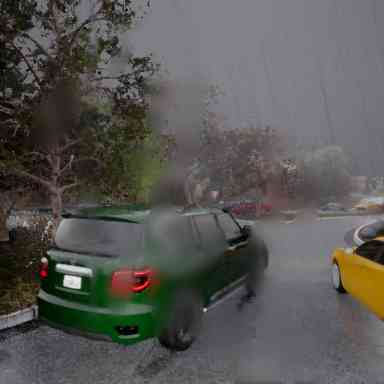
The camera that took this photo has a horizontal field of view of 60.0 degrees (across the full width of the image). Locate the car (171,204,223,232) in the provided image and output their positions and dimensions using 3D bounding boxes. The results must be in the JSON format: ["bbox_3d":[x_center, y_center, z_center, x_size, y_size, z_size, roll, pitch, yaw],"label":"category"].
[{"bbox_3d":[0.162,1.614,22.053,1.882,1.535,5.008,0,-1,-18],"label":"car"}]

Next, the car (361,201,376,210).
[{"bbox_3d":[32.019,2.408,60.288,1.994,1.385,4.181,0,0,33],"label":"car"}]

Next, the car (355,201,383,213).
[{"bbox_3d":[25.385,2.172,48.039,5.008,1.535,1.882,1,-1,-41],"label":"car"}]

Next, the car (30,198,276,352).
[{"bbox_3d":[-0.216,1.247,6.600,2.150,2.045,5.566,0,0,29],"label":"car"}]

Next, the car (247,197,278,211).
[{"bbox_3d":[7.001,1.542,37.437,5.566,2.045,2.150,1,0,-24],"label":"car"}]

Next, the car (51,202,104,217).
[{"bbox_3d":[-11.515,1.745,33.599,4.674,1.442,1.812,0,0,6],"label":"car"}]

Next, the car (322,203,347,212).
[{"bbox_3d":[20.736,2.225,48.485,4.181,1.385,1.994,1,-1,-37],"label":"car"}]

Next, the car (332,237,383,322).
[{"bbox_3d":[3.994,1.497,5.884,1.882,1.535,5.008,0,0,7],"label":"car"}]

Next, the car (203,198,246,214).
[{"bbox_3d":[3.866,1.670,39.562,4.553,1.767,2.097,1,-1,-25],"label":"car"}]
